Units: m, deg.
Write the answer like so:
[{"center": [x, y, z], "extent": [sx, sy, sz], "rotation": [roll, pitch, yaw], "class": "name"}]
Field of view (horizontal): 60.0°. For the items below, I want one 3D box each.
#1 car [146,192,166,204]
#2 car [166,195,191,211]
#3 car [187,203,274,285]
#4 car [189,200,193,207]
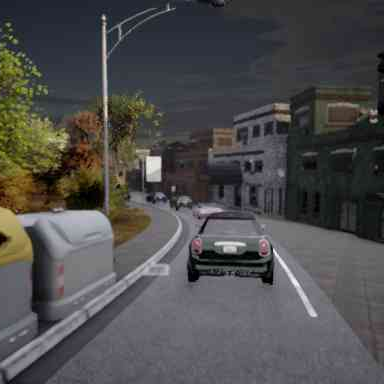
[{"center": [-5.378, 0.775, 49.900], "extent": [2.097, 1.767, 4.553], "rotation": [-2, 3, -23], "class": "car"}, {"center": [-1.321, 1.149, 39.201], "extent": [2.097, 1.767, 4.553], "rotation": [-1, 2, -15], "class": "car"}, {"center": [1.153, 1.353, 9.854], "extent": [2.097, 1.767, 4.553], "rotation": [0, 0, 7], "class": "car"}, {"center": [1.170, 1.555, 27.926], "extent": [1.895, 1.301, 4.718], "rotation": [-1, 0, -7], "class": "car"}]
